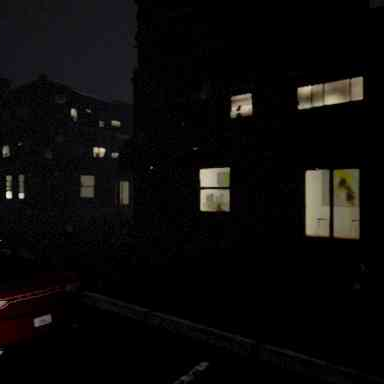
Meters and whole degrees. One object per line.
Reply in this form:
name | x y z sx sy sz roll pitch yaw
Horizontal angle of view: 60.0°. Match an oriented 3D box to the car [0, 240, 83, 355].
car | -3.703 1.461 5.506 4.507 1.381 1.887 1 0 35
